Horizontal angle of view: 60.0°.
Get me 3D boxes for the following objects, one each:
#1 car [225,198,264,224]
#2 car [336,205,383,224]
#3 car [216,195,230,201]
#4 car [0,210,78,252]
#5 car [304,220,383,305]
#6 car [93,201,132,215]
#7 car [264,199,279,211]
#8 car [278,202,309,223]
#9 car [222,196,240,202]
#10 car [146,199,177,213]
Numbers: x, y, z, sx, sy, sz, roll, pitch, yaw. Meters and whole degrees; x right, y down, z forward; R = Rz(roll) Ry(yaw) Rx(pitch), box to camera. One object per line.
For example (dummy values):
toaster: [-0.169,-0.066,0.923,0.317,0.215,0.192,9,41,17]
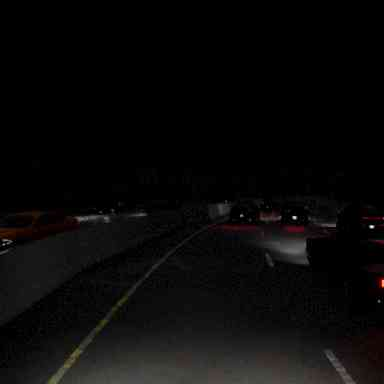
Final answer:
car: [4.052,1.486,24.996,1.882,1.535,5.008,0,0,16]
car: [9.726,1.514,19.321,1.837,1.490,4.892,0,0,13]
car: [6.849,1.387,73.907,1.895,1.301,4.718,0,0,20]
car: [-6.042,1.462,12.227,1.882,1.535,5.008,0,0,9]
car: [4.151,1.603,7.944,1.895,1.301,4.718,0,0,6]
car: [-8.036,1.612,33.949,1.895,1.301,4.718,0,0,19]
car: [9.554,1.542,40.721,2.128,1.511,4.902,0,0,20]
car: [7.791,1.517,25.296,1.837,1.490,4.892,0,0,17]
car: [6.793,1.441,53.872,2.097,1.767,4.553,0,0,21]
car: [-3.309,1.501,36.837,1.882,1.535,5.008,0,0,20]
